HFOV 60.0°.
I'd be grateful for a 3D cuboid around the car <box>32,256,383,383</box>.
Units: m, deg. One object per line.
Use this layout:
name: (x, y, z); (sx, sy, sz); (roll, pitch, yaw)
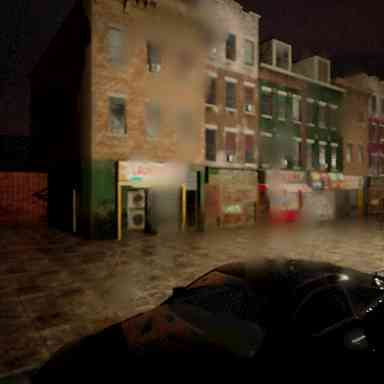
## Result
car: (0.804, 1.524, 3.601); (4.674, 1.442, 1.812); (0, 0, -35)
